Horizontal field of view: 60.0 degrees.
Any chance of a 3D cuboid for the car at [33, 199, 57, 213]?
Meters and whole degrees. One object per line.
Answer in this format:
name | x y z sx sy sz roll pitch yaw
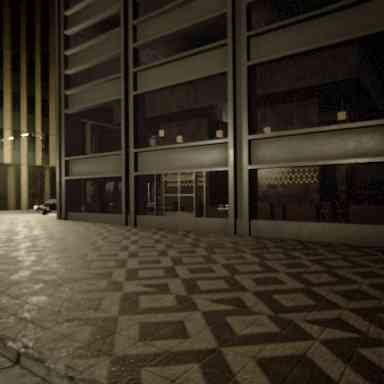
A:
car | -15.389 1.532 37.679 2.128 1.511 4.902 -1 0 36
